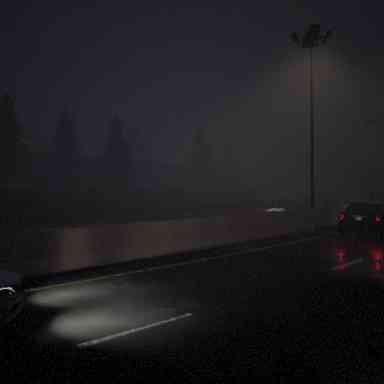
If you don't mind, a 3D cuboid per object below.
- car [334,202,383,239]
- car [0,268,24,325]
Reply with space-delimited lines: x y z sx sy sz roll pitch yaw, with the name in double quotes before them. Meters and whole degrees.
"car" 9.215 1.257 16.896 4.553 1.767 2.097 -1 0 -45
"car" -4.967 1.554 4.649 4.674 1.442 1.812 -1 0 -35
